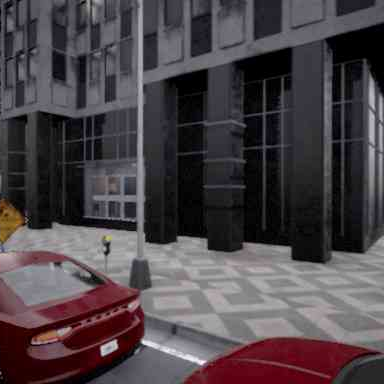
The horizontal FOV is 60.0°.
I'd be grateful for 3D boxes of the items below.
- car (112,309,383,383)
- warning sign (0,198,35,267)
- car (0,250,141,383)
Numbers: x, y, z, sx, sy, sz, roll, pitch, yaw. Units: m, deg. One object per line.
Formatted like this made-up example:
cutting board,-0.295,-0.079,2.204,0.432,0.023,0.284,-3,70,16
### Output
car,1.880,1.544,1.622,4.507,1.381,1.887,0,0,35
warning sign,-5.500,1.125,9.716,1.060,1.860,1.300,0,0,35
car,-2.714,1.549,4.895,4.507,1.381,1.887,0,0,35
